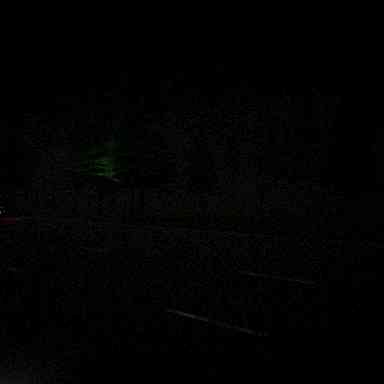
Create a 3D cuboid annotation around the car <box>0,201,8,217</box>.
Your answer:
[{"bbox_3d":[-18.364,1.501,29.822,4.892,1.490,1.837,-1,0,35],"label":"car"}]

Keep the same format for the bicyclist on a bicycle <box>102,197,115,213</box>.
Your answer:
[{"bbox_3d":[-8.267,1.213,33.453,0.582,1.620,1.656,29,-19,27],"label":"bicyclist on a bicycle"}]
